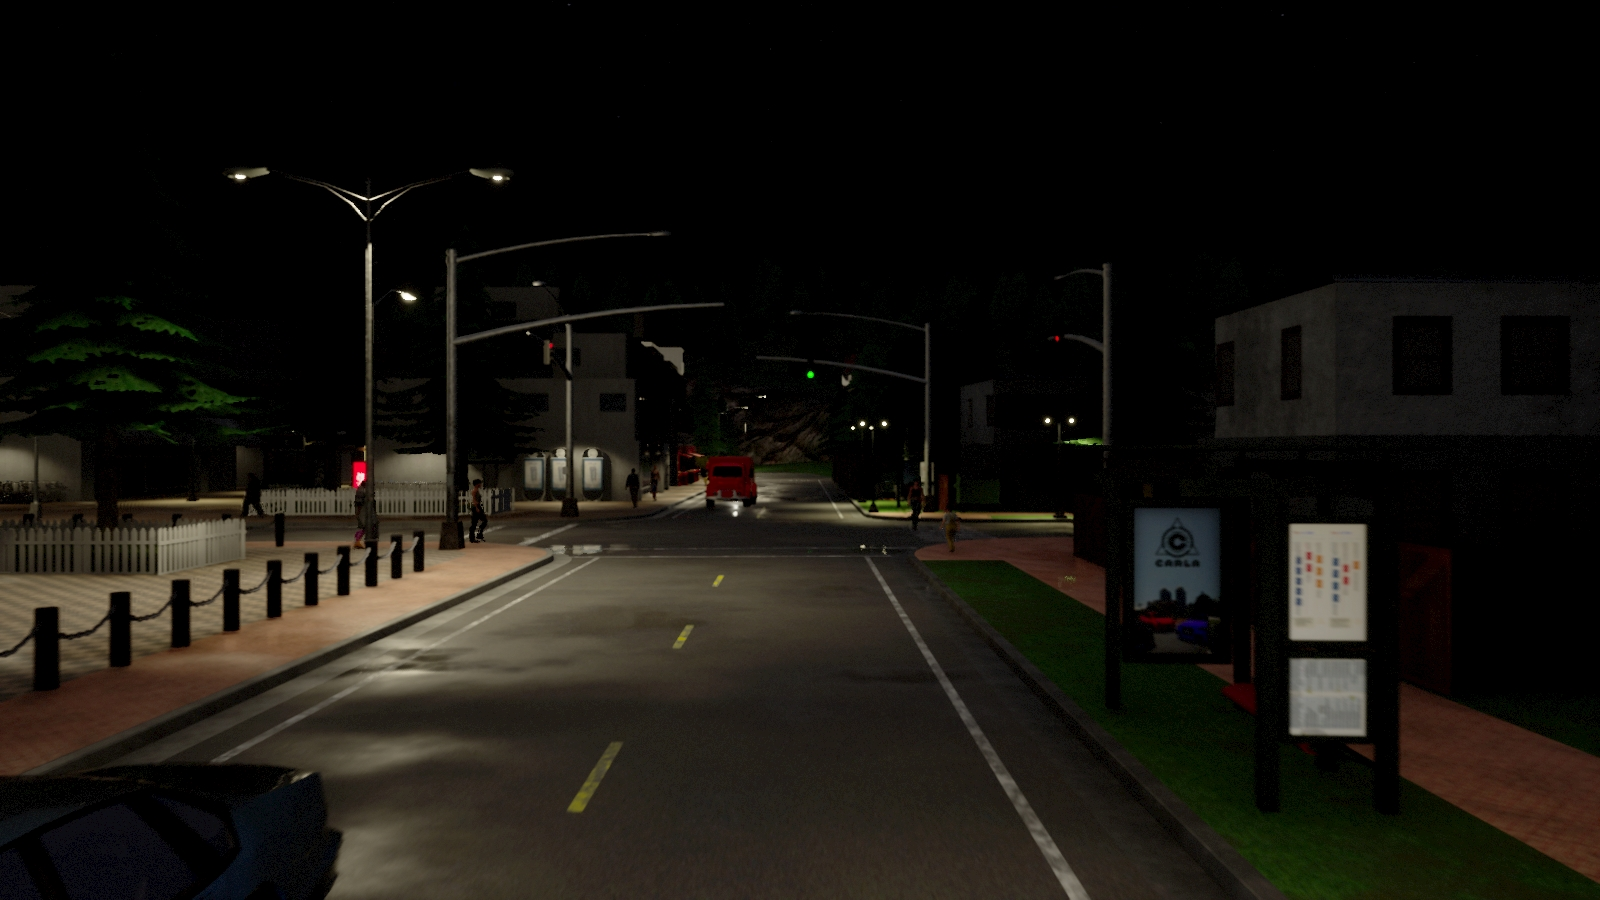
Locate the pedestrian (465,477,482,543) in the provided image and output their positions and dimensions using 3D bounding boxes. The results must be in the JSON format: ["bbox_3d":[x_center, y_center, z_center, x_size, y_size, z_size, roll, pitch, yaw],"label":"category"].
[{"bbox_3d":[-9.258,1.691,32.399,0.375,1.860,0.375,0,0,-2],"label":"pedestrian"}]

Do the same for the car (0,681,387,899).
[{"bbox_3d":[-3.491,2.086,4.153,2.033,1.411,5.357,0,0,0],"label":"car"}]

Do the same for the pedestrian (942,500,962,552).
[{"bbox_3d":[3.922,1.959,29.582,0.375,1.300,0.375,0,0,-22],"label":"pedestrian"}]

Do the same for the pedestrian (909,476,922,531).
[{"bbox_3d":[3.946,1.821,39.173,0.375,1.860,0.375,0,0,-5],"label":"pedestrian"}]

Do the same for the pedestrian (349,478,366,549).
[{"bbox_3d":[-11.856,1.688,30.597,0.375,1.860,0.375,0,0,-30],"label":"pedestrian"}]
